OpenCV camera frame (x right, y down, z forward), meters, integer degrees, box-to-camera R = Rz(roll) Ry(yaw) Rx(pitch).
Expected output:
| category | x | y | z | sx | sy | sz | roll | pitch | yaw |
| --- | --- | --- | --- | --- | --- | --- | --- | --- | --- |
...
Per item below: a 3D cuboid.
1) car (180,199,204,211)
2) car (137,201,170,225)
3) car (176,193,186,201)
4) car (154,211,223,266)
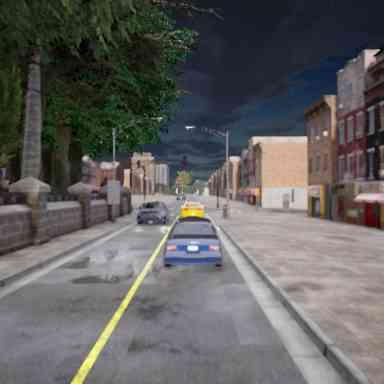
| category | x | y | z | sx | sy | sz | roll | pitch | yaw |
| --- | --- | --- | --- | --- | --- | --- | --- | --- | --- |
| car | 0.068 | 1.644 | 29.851 | 1.882 | 1.535 | 5.008 | 0 | 0 | 0 |
| car | -2.818 | 1.491 | 25.090 | 2.097 | 1.767 | 4.553 | 0 | 0 | 0 |
| car | -2.750 | 1.239 | 84.400 | 2.150 | 2.045 | 5.566 | 0 | 0 | 0 |
| car | 0.045 | 1.617 | 11.735 | 2.033 | 1.411 | 5.357 | 0 | 0 | 0 |
